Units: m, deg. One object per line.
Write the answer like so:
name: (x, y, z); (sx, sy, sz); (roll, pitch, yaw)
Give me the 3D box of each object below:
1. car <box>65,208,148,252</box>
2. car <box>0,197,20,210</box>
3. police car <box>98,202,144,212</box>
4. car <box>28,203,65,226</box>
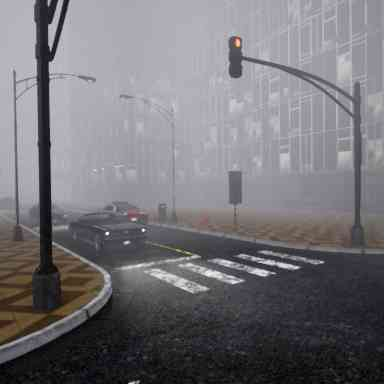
car: (-3.700, 1.574, 14.224); (1.895, 1.301, 4.718); (-1, 1, -35)
car: (-23.080, 1.420, 42.078); (1.882, 1.535, 5.008); (-1, 0, -34)
police car: (-4.696, 1.424, 21.010); (2.038, 1.542, 4.974); (-1, 1, -35)
car: (-10.481, 1.510, 23.915); (2.033, 1.411, 5.357); (-1, 1, -35)
